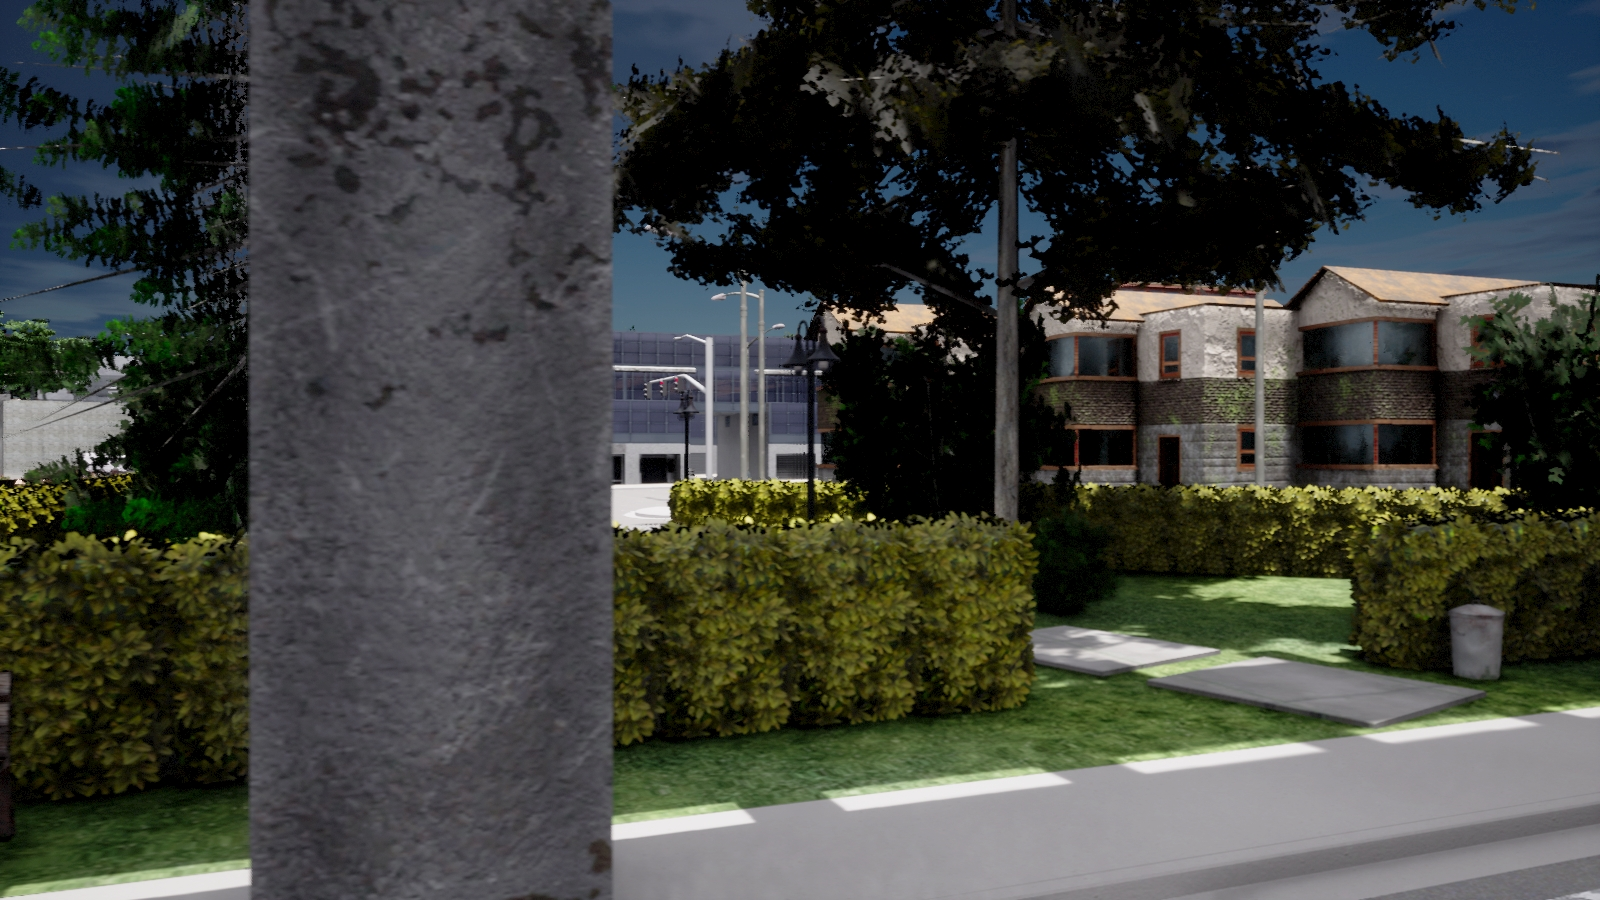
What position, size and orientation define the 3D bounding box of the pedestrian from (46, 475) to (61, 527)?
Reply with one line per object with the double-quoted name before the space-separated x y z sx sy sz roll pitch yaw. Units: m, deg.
"pedestrian" -26.990 1.853 41.306 0.375 1.860 0.375 0 0 -19
